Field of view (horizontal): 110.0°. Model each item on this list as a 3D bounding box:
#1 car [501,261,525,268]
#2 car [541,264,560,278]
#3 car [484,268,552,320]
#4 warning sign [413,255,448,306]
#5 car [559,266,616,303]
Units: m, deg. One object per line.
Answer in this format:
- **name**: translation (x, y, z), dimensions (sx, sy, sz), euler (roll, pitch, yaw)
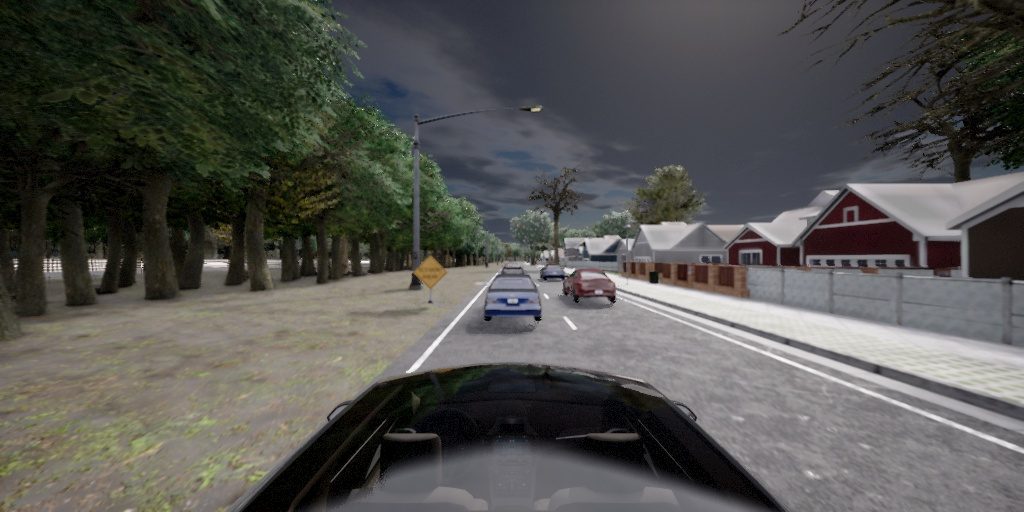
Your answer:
- **car**: translation (0.065, 1.322, 31.449), dimensions (2.128, 1.511, 4.902), euler (0, 0, 0)
- **car**: translation (3.568, 1.395, 31.893), dimensions (1.994, 1.385, 4.181), euler (0, 0, 0)
- **car**: translation (0.042, 1.327, 12.696), dimensions (2.033, 1.411, 5.357), euler (0, 0, 0)
- **warning sign**: translation (-3.052, 0.897, 13.491), dimensions (1.300, 1.860, 1.060), euler (0, 0, 0)
- **car**: translation (3.572, 1.316, 16.964), dimensions (1.812, 1.442, 4.674), euler (0, 0, 0)
